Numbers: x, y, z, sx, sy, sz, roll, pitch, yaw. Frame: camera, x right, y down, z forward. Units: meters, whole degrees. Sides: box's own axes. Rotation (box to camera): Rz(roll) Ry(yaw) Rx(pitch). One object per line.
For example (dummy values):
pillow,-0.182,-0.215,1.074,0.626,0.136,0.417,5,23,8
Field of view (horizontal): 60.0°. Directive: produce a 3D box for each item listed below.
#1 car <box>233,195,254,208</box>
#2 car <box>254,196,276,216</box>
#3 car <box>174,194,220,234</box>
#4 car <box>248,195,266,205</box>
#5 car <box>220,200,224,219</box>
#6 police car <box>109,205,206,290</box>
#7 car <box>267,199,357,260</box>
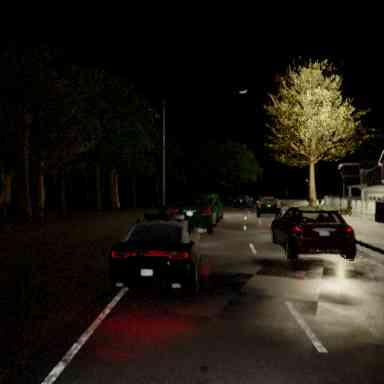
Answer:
car,6.970,1.216,44.812,2.097,1.767,4.553,0,0,19
car,7.107,1.257,30.808,2.097,1.767,4.553,0,0,12
car,0.236,1.168,19.043,2.150,2.045,5.566,0,0,7
car,11.256,1.367,57.145,2.128,1.511,4.902,0,0,23
car,1.122,1.151,24.950,2.150,2.045,5.566,0,0,10
police car,-0.732,1.398,9.218,1.930,1.638,5.238,0,0,4
car,4.305,1.313,12.471,2.097,1.767,4.553,0,0,5
